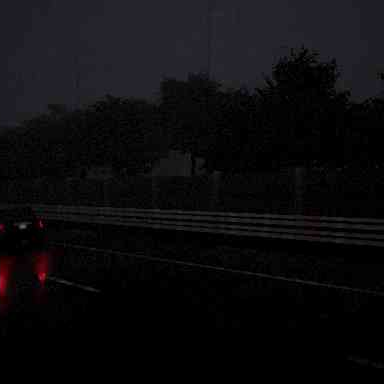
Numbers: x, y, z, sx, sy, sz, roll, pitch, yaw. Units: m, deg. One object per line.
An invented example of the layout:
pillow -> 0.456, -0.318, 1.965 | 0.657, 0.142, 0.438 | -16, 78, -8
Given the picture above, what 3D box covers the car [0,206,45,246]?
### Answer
car -> -8.247, 1.366, 14.051 | 4.553, 1.767, 2.097 | 0, 0, 36
